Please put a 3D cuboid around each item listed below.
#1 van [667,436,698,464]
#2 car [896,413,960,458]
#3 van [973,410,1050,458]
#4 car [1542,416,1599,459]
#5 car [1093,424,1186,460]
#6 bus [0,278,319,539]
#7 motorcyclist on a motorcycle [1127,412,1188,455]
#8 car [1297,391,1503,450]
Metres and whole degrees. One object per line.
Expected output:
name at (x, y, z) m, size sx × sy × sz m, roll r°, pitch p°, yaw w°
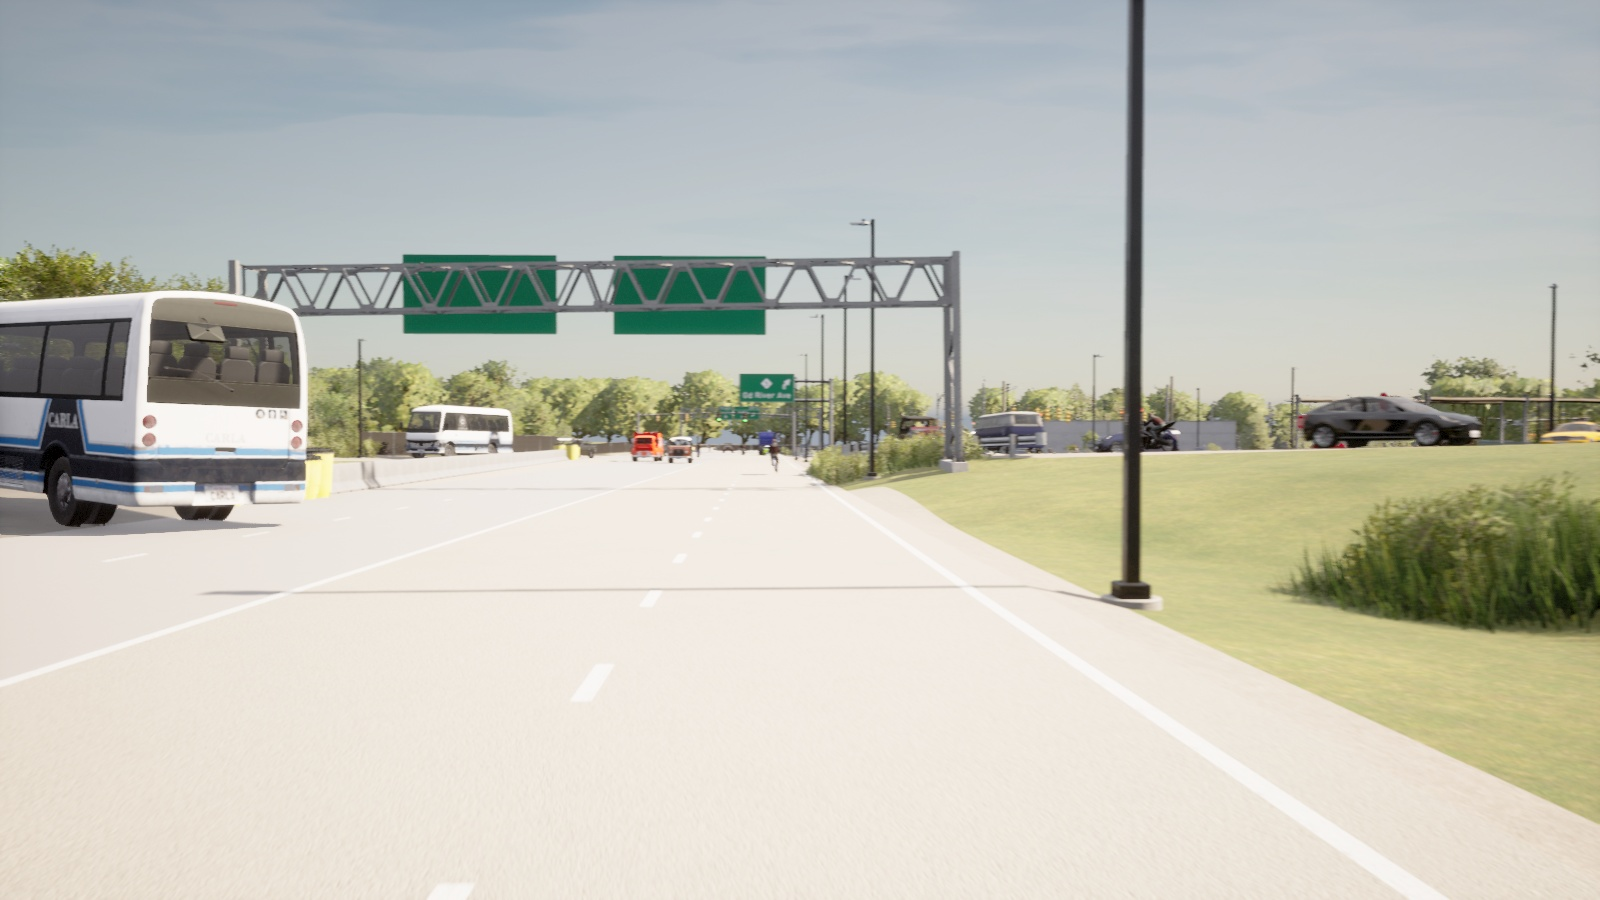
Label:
van at (-9.020, -0.010, 97.010) m, size 2.069 × 2.038 × 4.480 m, roll 0°, pitch 0°, yaw -1°
car at (5.692, -0.625, 56.471) m, size 1.905 × 1.878 × 3.866 m, roll 0°, pitch -1°, yaw -9°
van at (9.476, -0.665, 56.607) m, size 1.775 × 1.987 × 4.442 m, roll 0°, pitch -2°, yaw -14°
car at (32.685, -0.486, 52.280) m, size 5.366 × 1.575 × 1.801 m, roll 2°, pitch -3°, yaw -45°
car at (15.305, -0.344, 56.670) m, size 3.633 × 1.501 × 1.845 m, roll 1°, pitch -2°, yaw -6°
bus at (-14.423, -0.867, 25.150) m, size 10.273 × 4.253 × 3.944 m, roll 3°, pitch 1°, yaw 37°
motorcyclist on a motorcycle at (13.325, -0.596, 46.860) m, size 0.866 × 1.530 × 2.191 m, roll 0°, pitch -1°, yaw -32°
car at (16.870, -0.788, 35.531) m, size 2.163 × 1.488 × 4.792 m, roll 0°, pitch -1°, yaw -36°
